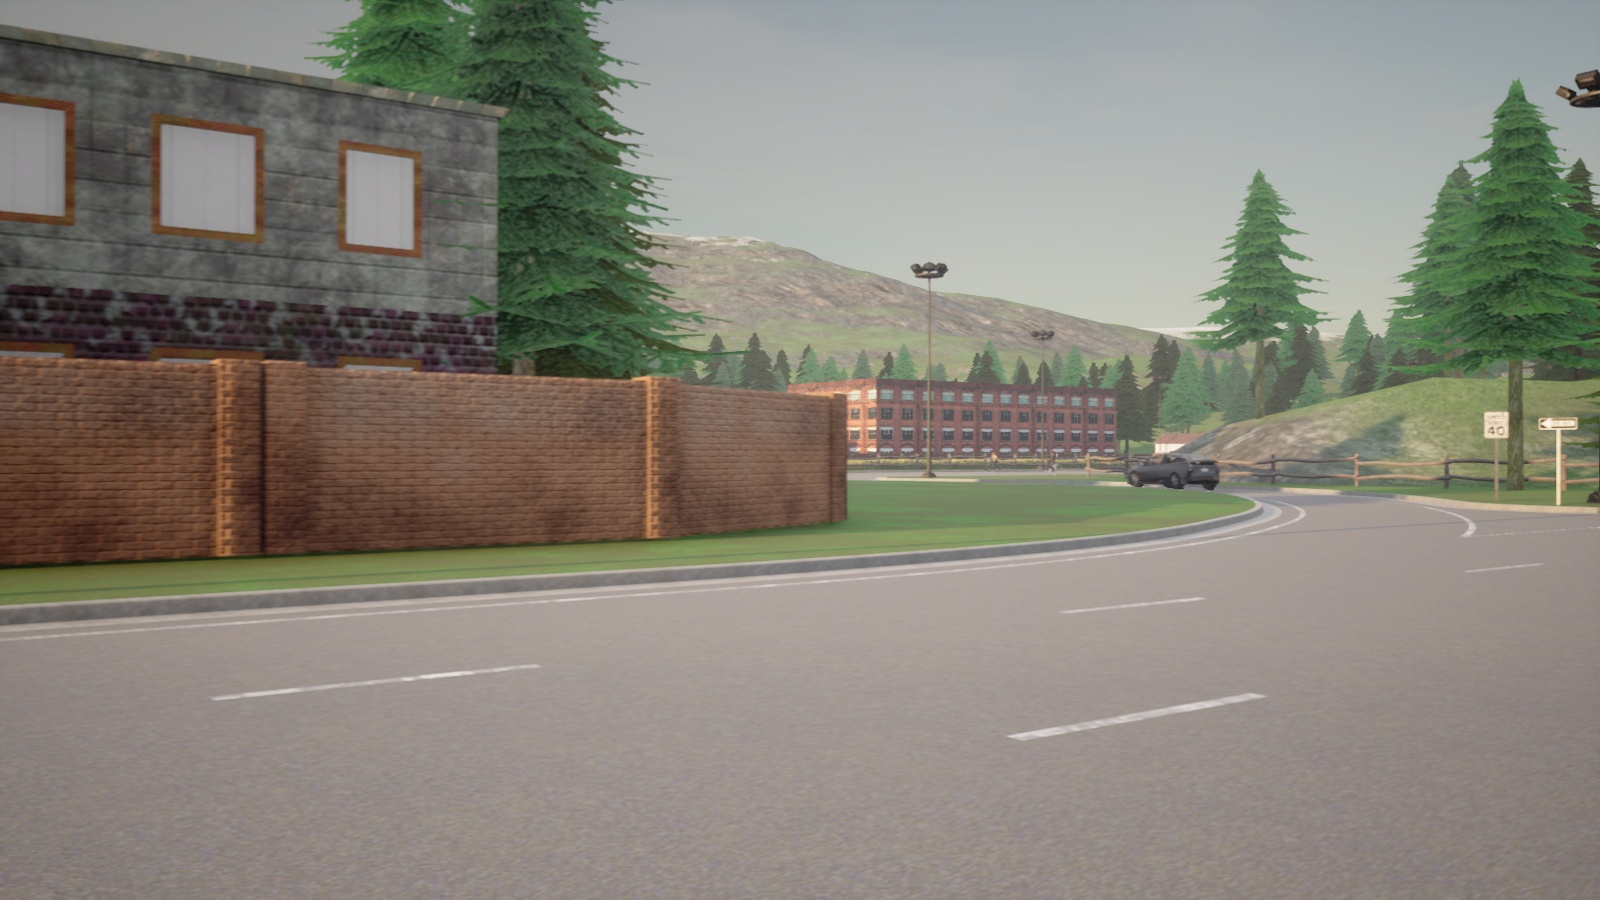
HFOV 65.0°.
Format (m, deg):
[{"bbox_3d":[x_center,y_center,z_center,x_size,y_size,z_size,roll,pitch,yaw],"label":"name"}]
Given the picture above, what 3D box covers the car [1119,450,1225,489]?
[{"bbox_3d":[15.453,0.787,52.402,2.007,1.525,4.514,0,0,-19],"label":"car"}]
